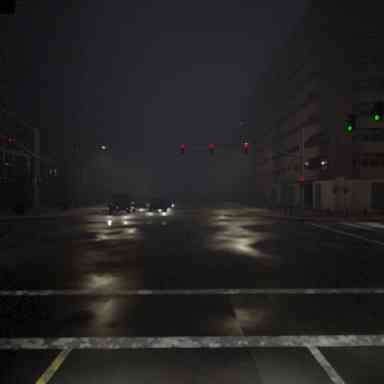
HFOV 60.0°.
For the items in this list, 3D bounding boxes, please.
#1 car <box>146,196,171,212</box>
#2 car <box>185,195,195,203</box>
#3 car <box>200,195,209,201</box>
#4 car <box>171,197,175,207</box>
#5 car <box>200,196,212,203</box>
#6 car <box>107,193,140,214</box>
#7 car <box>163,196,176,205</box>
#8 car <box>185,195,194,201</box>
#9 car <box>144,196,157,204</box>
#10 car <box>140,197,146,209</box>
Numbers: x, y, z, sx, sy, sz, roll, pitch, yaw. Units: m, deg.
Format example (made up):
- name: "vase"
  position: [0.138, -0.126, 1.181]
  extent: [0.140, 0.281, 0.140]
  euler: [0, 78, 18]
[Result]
- name: "car"
  position: [-3.846, 1.424, 38.816]
  extent: [1.882, 1.535, 5.008]
  euler: [0, 0, 0]
- name: "car"
  position: [-0.461, 1.431, 68.215]
  extent: [1.812, 1.442, 4.674]
  euler: [0, 0, 0]
- name: "car"
  position: [2.967, 1.481, 78.581]
  extent: [1.895, 1.301, 4.718]
  euler: [0, 0, 0]
- name: "car"
  position: [-3.910, 1.424, 48.304]
  extent: [2.128, 1.511, 4.902]
  euler: [0, 0, 0]
- name: "car"
  position: [3.036, 1.468, 68.637]
  extent: [1.994, 1.385, 4.181]
  euler: [0, 0, 0]
- name: "car"
  position: [-7.323, 1.172, 35.261]
  extent: [2.150, 2.045, 5.566]
  euler: [0, 0, 0]
- name: "car"
  position: [-3.971, 1.482, 58.513]
  extent: [1.994, 1.385, 4.181]
  euler: [0, 0, -1]
- name: "car"
  position: [-0.533, 1.439, 78.526]
  extent: [1.994, 1.385, 4.181]
  euler: [0, 0, 0]
- name: "car"
  position: [-7.467, 1.421, 60.421]
  extent: [1.837, 1.490, 4.892]
  euler: [0, 0, 0]
- name: "car"
  position: [-7.394, 1.415, 45.282]
  extent: [1.882, 1.535, 5.008]
  euler: [0, 0, 0]
